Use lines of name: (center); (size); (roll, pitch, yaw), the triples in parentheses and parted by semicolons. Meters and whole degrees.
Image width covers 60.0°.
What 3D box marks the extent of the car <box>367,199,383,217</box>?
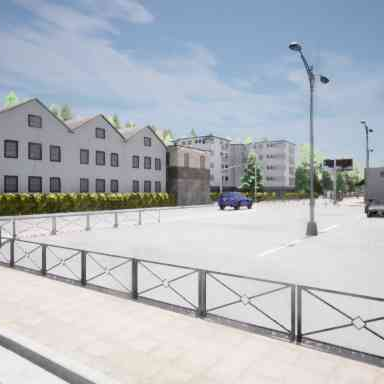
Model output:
car: (15.399, 1.298, 26.827); (2.007, 1.523, 4.514); (0, 0, 35)

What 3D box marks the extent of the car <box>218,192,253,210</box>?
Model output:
car: (5.134, 1.030, 38.866); (2.150, 2.045, 5.566); (0, 0, 35)
